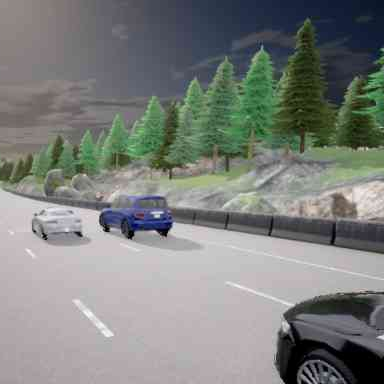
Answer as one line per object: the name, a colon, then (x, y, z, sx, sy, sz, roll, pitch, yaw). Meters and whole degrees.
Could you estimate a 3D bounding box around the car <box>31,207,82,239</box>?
car: (-7.043, 1.498, 17.221, 1.812, 1.442, 4.674, 0, 0, -34)

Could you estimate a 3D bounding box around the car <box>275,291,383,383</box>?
car: (2.800, 1.493, 2.378, 2.128, 1.511, 4.902, 0, 0, -34)

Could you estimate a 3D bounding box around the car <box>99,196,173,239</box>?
car: (-3.090, 1.201, 17.597, 2.150, 2.045, 5.566, 0, 0, -34)
